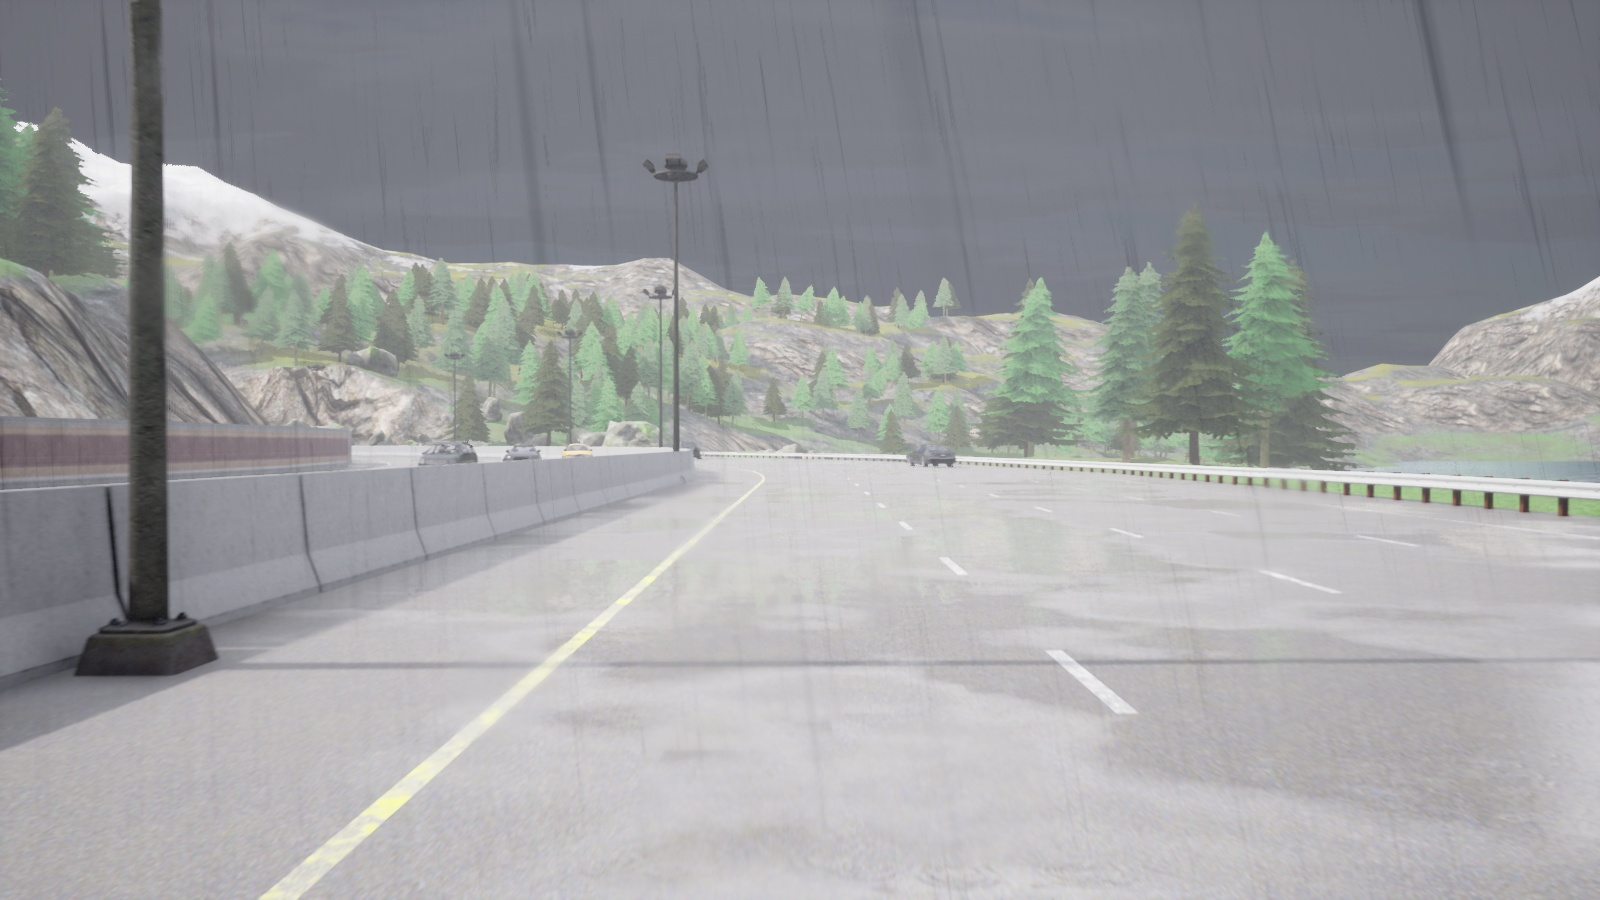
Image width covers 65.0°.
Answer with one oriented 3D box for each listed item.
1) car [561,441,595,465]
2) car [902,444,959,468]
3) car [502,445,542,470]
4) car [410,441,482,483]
[{"bbox_3d":[-14.983,0.197,84.547,1.801,1.575,5.366,0,0,-15],"label":"car"},{"bbox_3d":[8.063,0.361,77.916,2.033,1.411,5.357,0,0,-11],"label":"car"},{"bbox_3d":[-15.539,0.401,70.410,1.994,1.385,4.181,0,0,-9],"label":"car"},{"bbox_3d":[-13.728,0.437,48.897,1.789,1.549,3.705,0,0,-1],"label":"car"}]
